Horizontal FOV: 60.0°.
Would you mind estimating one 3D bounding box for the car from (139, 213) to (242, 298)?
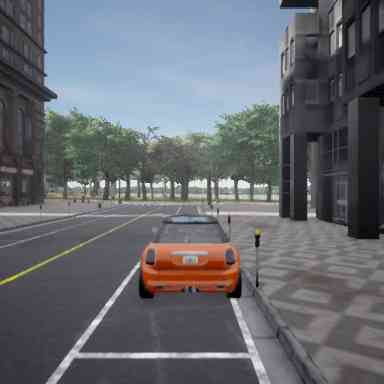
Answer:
[{"bbox_3d":[-0.032,1.343,8.620,2.097,1.767,4.553,0,0,0],"label":"car"}]
